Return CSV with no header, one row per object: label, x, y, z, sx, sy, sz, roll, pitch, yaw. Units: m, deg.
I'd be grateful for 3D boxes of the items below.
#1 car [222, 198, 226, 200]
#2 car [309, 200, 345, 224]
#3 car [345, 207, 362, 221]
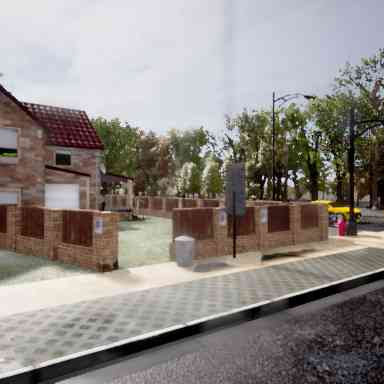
car,4.269,1.395,33.935,2.128,1.511,4.902,0,0,-35
car,7.818,1.468,23.343,1.812,1.442,4.674,0,0,-35
car,10.309,1.422,25.451,1.882,1.535,5.008,0,0,-35
